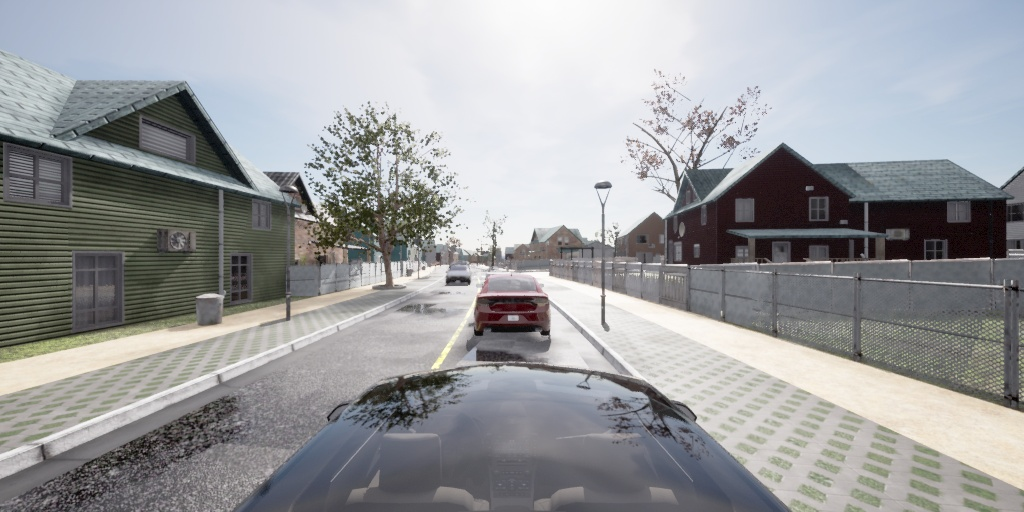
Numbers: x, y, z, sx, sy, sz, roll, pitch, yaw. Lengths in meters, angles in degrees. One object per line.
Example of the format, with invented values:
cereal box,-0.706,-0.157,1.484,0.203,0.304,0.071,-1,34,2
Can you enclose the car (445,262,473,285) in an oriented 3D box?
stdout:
car,-3.995,1.425,27.449,2.033,1.411,5.357,0,-1,-5

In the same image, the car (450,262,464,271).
car,-9.635,1.719,62.460,2.128,1.511,4.902,0,-1,-11

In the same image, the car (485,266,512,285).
car,-1.159,1.486,28.513,1.895,1.301,4.718,0,-1,-6

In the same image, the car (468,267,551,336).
car,-0.040,1.243,10.483,1.882,1.535,5.008,0,0,-2
